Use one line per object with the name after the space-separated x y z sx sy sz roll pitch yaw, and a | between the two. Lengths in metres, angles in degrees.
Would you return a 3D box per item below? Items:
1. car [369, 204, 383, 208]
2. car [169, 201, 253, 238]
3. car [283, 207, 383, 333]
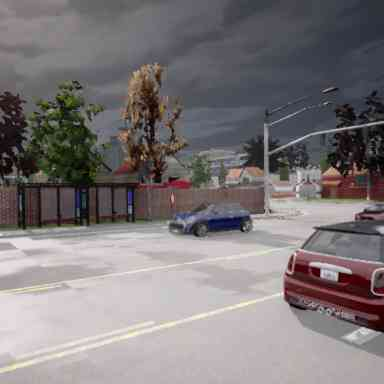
12.080 1.497 21.134 4.181 1.385 1.994 -1 0 -36 | car
1.026 1.321 17.624 4.553 1.767 2.097 0 0 -35 | car
3.917 1.341 6.553 4.553 1.767 2.097 0 0 -36 | car
